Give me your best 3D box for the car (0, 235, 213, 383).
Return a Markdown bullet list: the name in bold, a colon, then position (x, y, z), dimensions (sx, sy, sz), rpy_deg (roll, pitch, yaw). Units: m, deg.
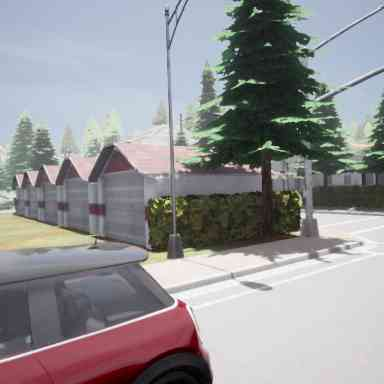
- **car**: position (-2.087, 1.353, 2.504), dimensions (4.553, 1.767, 2.097), rpy_deg (-2, 1, -36)
